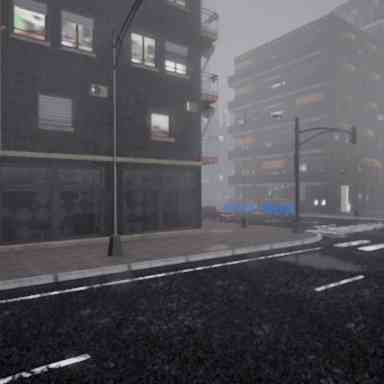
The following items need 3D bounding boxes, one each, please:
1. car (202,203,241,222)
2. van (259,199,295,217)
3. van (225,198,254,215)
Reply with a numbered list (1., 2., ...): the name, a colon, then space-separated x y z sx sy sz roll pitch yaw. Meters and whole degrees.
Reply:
1. car: 1.911 1.845 28.779 1.802 1.307 4.206 -1 0 -36
2. van: 8.641 1.560 33.707 1.690 1.788 3.998 -1 0 -36
3. van: 5.318 1.634 38.217 1.690 1.788 3.998 -1 0 -36
